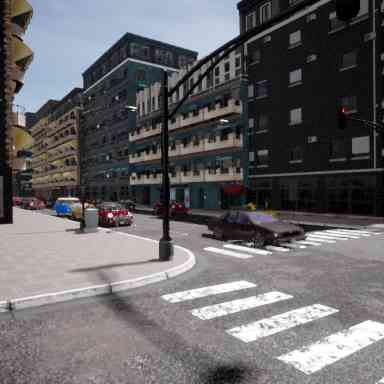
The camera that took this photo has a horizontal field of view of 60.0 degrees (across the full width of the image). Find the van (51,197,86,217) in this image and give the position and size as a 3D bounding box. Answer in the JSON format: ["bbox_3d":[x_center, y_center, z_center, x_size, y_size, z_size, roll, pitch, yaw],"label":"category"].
[{"bbox_3d":[-12.276,1.483,32.947,1.690,1.788,3.998,-1,1,-36],"label":"van"}]

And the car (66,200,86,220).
[{"bbox_3d":[-8.954,1.652,28.309,1.752,1.417,4.829,-1,1,-36],"label":"car"}]

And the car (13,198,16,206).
[{"bbox_3d":[-31.590,1.783,59.957,1.887,1.381,4.507,-1,1,-36],"label":"car"}]

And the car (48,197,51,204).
[{"bbox_3d":[-25.360,1.647,61.197,1.837,1.490,4.892,-1,0,-36],"label":"car"}]

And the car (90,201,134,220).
[{"bbox_3d":[-7.507,1.639,30.741,2.033,1.411,5.357,-1,0,-36],"label":"car"}]

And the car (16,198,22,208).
[{"bbox_3d":[-25.151,1.770,50.954,1.947,1.339,4.313,-1,1,-36],"label":"car"}]

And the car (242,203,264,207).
[{"bbox_3d":[4.103,1.498,24.458,1.752,1.417,4.829,-1,1,-36],"label":"car"}]

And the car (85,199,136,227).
[{"bbox_3d":[-5.835,1.553,23.946,1.967,1.590,4.097,-1,1,-36],"label":"car"}]

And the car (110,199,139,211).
[{"bbox_3d":[-8.677,1.582,42.324,2.008,1.369,4.403,-1,1,-36],"label":"car"}]

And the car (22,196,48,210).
[{"bbox_3d":[-21.933,1.628,46.452,1.967,1.590,4.097,-1,1,-36],"label":"car"}]

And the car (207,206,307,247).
[{"bbox_3d":[2.766,1.597,15.767,2.033,1.411,5.357,-1,0,-30],"label":"car"}]

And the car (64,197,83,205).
[{"bbox_3d":[-21.555,1.646,60.330,2.008,1.369,4.403,-1,1,-36],"label":"car"}]

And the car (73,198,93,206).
[{"bbox_3d":[-18.336,1.644,55.828,1.947,1.339,4.313,-1,1,-36],"label":"car"}]

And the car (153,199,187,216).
[{"bbox_3d":[-2.239,1.441,33.321,1.967,1.590,4.097,-1,1,-36],"label":"car"}]

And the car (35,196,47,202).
[{"bbox_3d":[-37.653,1.728,82.837,1.887,1.381,4.507,-1,1,-36],"label":"car"}]

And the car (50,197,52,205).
[{"bbox_3d":[-16.830,1.641,43.843,1.837,1.490,4.892,-1,0,-35],"label":"car"}]

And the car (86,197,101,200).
[{"bbox_3d":[-15.118,1.502,51.326,1.967,1.590,4.097,-1,1,-36],"label":"car"}]
